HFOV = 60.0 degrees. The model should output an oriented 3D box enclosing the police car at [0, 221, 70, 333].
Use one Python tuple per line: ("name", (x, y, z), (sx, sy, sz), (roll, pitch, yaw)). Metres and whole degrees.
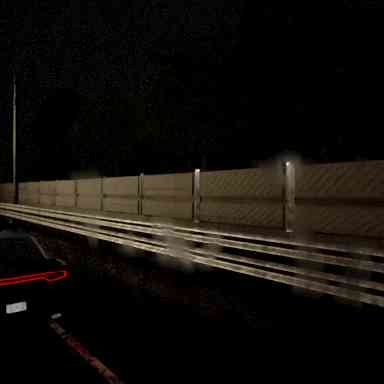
("police car", (-4.153, 1.426, 6.664), (1.930, 1.638, 5.238), (0, 0, -41))
